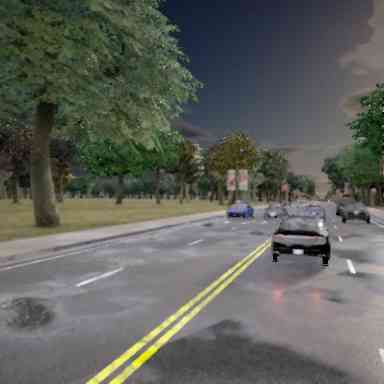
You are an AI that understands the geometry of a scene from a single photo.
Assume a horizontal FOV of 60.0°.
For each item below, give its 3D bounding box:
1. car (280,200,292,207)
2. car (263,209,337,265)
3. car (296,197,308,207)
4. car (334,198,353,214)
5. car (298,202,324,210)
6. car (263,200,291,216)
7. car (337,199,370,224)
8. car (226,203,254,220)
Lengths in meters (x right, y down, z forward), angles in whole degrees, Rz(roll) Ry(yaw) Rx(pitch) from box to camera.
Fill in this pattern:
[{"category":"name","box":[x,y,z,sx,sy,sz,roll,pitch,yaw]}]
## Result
[{"category":"car","box":[19.970,2.472,70.594,1.994,1.385,4.181,0,-1,22]},{"category":"car","box":[4.128,1.632,12.407,2.128,1.511,4.902,0,-1,22]},{"category":"car","box":[23.137,2.117,69.765,2.150,2.045,5.566,0,-1,22]},{"category":"car","box":[17.841,1.713,38.585,2.150,2.045,5.566,0,-1,22]},{"category":"car","box":[11.011,1.900,29.870,2.033,1.411,5.357,0,-1,22]},{"category":"car","box":[7.965,1.848,31.550,2.128,1.511,4.902,0,-1,22]},{"category":"car","box":[14.073,1.709,28.863,2.097,1.767,4.553,0,-1,22]},{"category":"car","box":[4.725,1.825,32.196,1.882,1.535,5.008,0,-1,22]}]
